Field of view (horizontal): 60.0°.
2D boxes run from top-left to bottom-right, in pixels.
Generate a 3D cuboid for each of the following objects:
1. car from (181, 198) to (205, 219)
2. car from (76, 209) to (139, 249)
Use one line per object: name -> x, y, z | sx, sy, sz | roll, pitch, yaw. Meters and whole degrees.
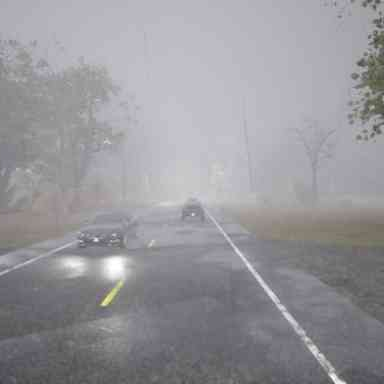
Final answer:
car -> 0.078, 1.516, 28.867 | 1.837, 1.490, 4.892 | 0, 0, 0
car -> -3.513, 1.529, 14.615 | 1.837, 1.490, 4.892 | 0, 0, 0
